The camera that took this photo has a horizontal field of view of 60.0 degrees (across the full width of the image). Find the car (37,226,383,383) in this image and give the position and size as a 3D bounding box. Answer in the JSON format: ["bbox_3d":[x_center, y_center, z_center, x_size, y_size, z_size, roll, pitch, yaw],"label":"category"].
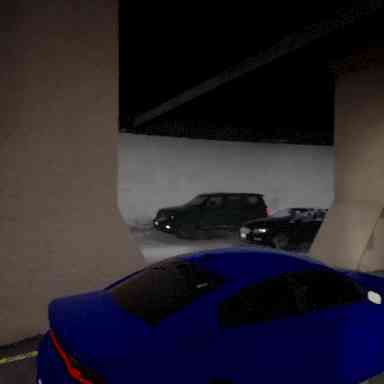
[{"bbox_3d":[0.902,1.434,4.013,5.008,1.535,1.882,0,0,-30],"label":"car"}]

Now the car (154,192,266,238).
[{"bbox_3d":[1.025,1.045,15.767,5.566,2.045,2.150,0,1,-21],"label":"car"}]

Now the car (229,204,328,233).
[{"bbox_3d":[4.264,1.372,13.188,4.902,1.511,2.128,0,1,-18],"label":"car"}]
